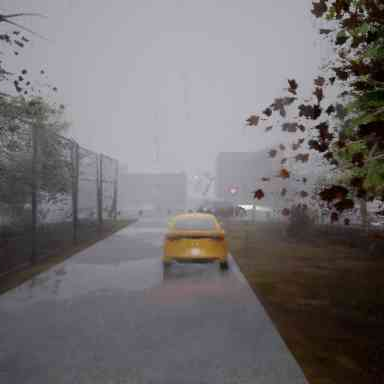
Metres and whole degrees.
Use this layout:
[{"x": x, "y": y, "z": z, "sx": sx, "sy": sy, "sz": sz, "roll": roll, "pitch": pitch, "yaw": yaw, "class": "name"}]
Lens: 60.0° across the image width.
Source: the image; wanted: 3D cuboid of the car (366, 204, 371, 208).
[{"x": 40.781, "y": 4.073, "z": 73.995, "sx": 5.366, "sy": 1.575, "sz": 1.946, "roll": -1, "pitch": 0, "yaw": -17, "class": "car"}]

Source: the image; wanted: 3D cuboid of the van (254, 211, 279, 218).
[{"x": 11.589, "y": 4.145, "z": 53.236, "sx": 1.878, "sy": 1.987, "sz": 4.442, "roll": 0, "pitch": 0, "yaw": -18, "class": "van"}]

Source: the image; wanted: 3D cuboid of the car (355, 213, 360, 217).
[{"x": 23.482, "y": 4.400, "z": 52.741, "sx": 2.163, "sy": 1.488, "sz": 4.792, "roll": 0, "pitch": 0, "yaw": -18, "class": "car"}]

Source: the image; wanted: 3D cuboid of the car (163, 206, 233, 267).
[{"x": 0.096, "y": 1.456, "z": 11.397, "sx": 1.882, "sy": 1.535, "sz": 5.008, "roll": 0, "pitch": 0, "yaw": 0, "class": "car"}]

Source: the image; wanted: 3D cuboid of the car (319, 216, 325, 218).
[{"x": 20.517, "y": 4.119, "z": 52.825, "sx": 2.435, "sy": 2.045, "sz": 5.566, "roll": 0, "pitch": 0, "yaw": -18, "class": "car"}]

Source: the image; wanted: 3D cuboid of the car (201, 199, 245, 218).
[{"x": 2.598, "y": 1.395, "z": 28.580, "sx": 4.553, "sy": 1.767, "sz": 2.097, "roll": -4, "pitch": 8, "yaw": -45, "class": "car"}]

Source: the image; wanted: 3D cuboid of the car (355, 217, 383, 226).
[{"x": 19.818, "y": 4.349, "z": 35.891, "sx": 2.435, "sy": 2.045, "sz": 5.566, "roll": 0, "pitch": 2, "yaw": -18, "class": "car"}]

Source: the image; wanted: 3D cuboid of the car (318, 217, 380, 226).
[{"x": 16.761, "y": 4.348, "z": 36.027, "sx": 2.435, "sy": 2.045, "sz": 5.566, "roll": -1, "pitch": 2, "yaw": -18, "class": "car"}]

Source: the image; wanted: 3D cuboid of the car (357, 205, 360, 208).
[{"x": 40.765, "y": 4.079, "z": 76.943, "sx": 4.674, "sy": 1.452, "sz": 2.002, "roll": -1, "pitch": 0, "yaw": -17, "class": "car"}]

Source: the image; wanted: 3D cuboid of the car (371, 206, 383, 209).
[{"x": 40.248, "y": 3.908, "z": 67.920, "sx": 5.566, "sy": 2.045, "sz": 2.435, "roll": -1, "pitch": 1, "yaw": -17, "class": "car"}]

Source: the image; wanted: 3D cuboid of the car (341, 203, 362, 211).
[{"x": 41.250, "y": 3.795, "z": 85.933, "sx": 4.553, "sy": 1.767, "sz": 2.185, "roll": -1, "pitch": 0, "yaw": -17, "class": "car"}]

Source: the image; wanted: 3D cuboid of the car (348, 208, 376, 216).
[{"x": 26.399, "y": 4.119, "z": 52.687, "sx": 2.435, "sy": 2.045, "sz": 5.566, "roll": 0, "pitch": 0, "yaw": -18, "class": "car"}]

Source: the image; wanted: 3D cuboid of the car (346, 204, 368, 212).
[{"x": 41.119, "y": 3.959, "z": 82.934, "sx": 5.008, "sy": 1.535, "sz": 2.097, "roll": -1, "pitch": 1, "yaw": -17, "class": "car"}]
